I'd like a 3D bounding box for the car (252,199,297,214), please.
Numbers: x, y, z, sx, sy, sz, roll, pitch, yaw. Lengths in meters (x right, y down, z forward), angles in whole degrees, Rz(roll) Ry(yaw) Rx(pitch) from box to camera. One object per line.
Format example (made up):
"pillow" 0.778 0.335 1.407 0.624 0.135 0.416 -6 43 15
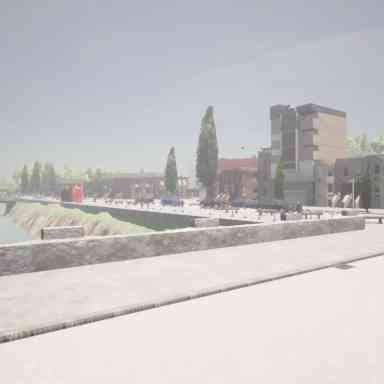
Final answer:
"car" 9.072 1.506 35.429 1.837 1.490 4.892 0 0 -36

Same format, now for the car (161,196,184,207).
"car" -3.112 1.478 52.475 1.882 1.535 5.008 0 0 -35

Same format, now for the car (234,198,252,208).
"car" 6.822 1.547 45.771 2.033 1.411 5.357 0 0 -36

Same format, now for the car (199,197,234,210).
"car" 2.938 1.505 43.993 1.837 1.490 4.892 0 0 -36

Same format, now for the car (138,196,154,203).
"car" -9.805 1.546 68.972 2.033 1.411 5.357 0 0 -36
